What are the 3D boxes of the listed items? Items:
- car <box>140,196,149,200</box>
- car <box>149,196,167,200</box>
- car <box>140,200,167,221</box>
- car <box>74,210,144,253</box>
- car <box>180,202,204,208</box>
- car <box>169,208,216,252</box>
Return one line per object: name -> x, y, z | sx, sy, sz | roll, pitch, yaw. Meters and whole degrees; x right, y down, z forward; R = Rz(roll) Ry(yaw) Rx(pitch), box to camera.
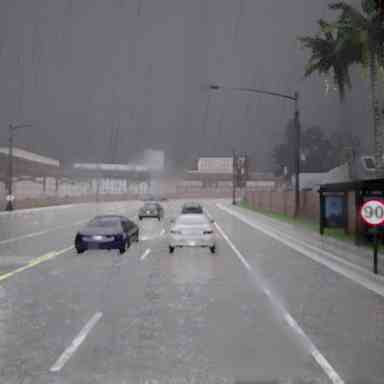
car -> -10.433, 1.603, 77.769 | 1.837, 1.490, 4.892 | 0, 0, 19
car -> -7.267, 1.606, 76.222 | 2.128, 1.511, 4.902 | 0, 0, 19
car -> -3.487, 1.682, 28.980 | 2.033, 1.411, 5.357 | 0, 0, 0
car -> -3.490, 1.673, 14.326 | 1.994, 1.385, 4.181 | 0, 0, 0
car -> 0.015, 1.642, 29.279 | 1.837, 1.490, 4.892 | 0, 0, 0
car -> 0.010, 1.635, 14.365 | 1.812, 1.442, 4.674 | 0, 0, 0
